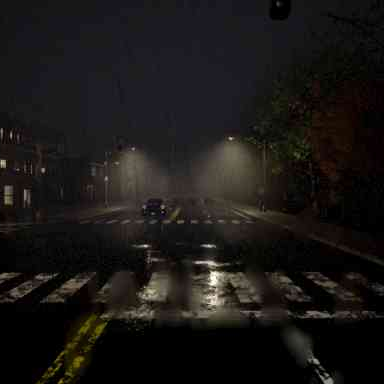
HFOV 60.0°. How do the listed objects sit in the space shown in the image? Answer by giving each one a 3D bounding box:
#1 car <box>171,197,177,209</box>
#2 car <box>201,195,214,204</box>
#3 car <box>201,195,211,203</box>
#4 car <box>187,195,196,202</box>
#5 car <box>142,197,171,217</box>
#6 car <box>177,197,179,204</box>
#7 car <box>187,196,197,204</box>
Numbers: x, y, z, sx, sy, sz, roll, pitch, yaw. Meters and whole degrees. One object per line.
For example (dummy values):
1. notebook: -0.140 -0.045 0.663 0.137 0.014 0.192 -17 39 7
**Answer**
1. car: -3.457 1.549 45.290 1.994 1.385 4.181 0 0 0
2. car: 3.199 1.577 63.217 1.895 1.301 4.718 0 0 0
3. car: 3.072 1.495 73.222 2.128 1.511 4.902 0 0 0
4. car: -0.168 1.511 74.659 2.033 1.411 5.357 0 0 0
5. car: -3.426 1.343 31.534 2.097 1.767 4.553 0 0 0
6. car: -3.434 1.577 64.063 1.895 1.301 4.718 0 0 0
7. car: -0.057 1.577 64.460 1.895 1.301 4.718 0 0 0
